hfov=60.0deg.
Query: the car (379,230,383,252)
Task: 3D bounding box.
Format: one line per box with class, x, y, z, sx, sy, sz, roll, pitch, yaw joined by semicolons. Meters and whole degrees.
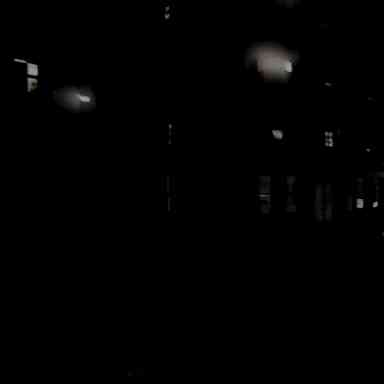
car;8.692;1.435;12.309;4.097;1.590;1.967;0;-1;-35
